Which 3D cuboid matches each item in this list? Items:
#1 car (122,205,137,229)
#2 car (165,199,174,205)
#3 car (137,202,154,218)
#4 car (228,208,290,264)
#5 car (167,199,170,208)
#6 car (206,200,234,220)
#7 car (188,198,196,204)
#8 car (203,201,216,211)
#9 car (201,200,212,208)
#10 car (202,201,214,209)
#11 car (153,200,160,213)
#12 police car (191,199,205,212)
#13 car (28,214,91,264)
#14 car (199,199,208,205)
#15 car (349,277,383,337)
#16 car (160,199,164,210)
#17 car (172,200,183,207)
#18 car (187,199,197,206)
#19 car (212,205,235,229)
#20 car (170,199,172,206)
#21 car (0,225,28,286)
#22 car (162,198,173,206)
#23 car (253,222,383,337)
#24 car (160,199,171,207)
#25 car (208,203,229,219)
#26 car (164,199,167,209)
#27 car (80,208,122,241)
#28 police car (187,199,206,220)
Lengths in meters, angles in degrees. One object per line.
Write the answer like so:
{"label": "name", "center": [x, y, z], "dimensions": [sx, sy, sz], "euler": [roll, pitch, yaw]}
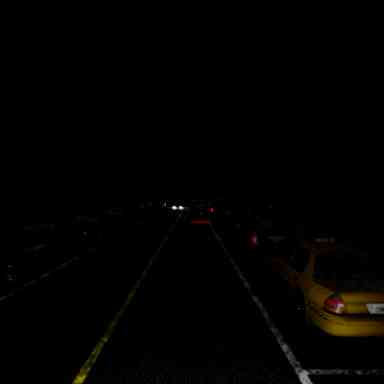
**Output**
{"label": "car", "center": [-5.380, 1.785, 23.270], "dimensions": [2.008, 1.369, 4.403], "euler": [0, -1, 0]}
{"label": "car", "center": [-5.363, 2.387, 78.455], "dimensions": [1.802, 1.307, 4.206], "euler": [0, -1, 0]}
{"label": "car", "center": [-5.376, 1.927, 34.307], "dimensions": [1.802, 1.307, 4.206], "euler": [0, -1, 0]}
{"label": "car", "center": [2.642, 1.564, 12.239], "dimensions": [1.967, 1.590, 4.097], "euler": [0, -1, 0]}
{"label": "car", "center": [-5.370, 2.119, 56.381], "dimensions": [2.008, 1.369, 4.403], "euler": [0, -1, 0]}
{"label": "car", "center": [2.647, 1.605, 28.795], "dimensions": [2.192, 1.841, 5.009], "euler": [0, -1, 0]}
{"label": "car", "center": [0.026, 2.223, 83.530], "dimensions": [1.812, 1.442, 4.674], "euler": [0, -1, 0]}
{"label": "car", "center": [2.654, 2.093, 50.864], "dimensions": [1.802, 1.307, 4.206], "euler": [0, -1, 0]}
{"label": "car", "center": [2.657, 2.153, 62.071], "dimensions": [1.752, 1.417, 4.829], "euler": [0, -1, 0]}
{"label": "car", "center": [2.655, 2.150, 56.382], "dimensions": [1.802, 1.307, 4.206], "euler": [0, -1, 0]}
{"label": "car", "center": [-5.375, 1.951, 39.826], "dimensions": [2.008, 1.369, 4.403], "euler": [0, -1, 0]}
{"label": "police car", "center": [0.840, 1.910, 48.271], "dimensions": [1.930, 1.638, 5.238], "euler": [0, -1, 0]}
{"label": "car", "center": [-5.383, 1.706, 12.232], "dimensions": [1.802, 1.307, 4.206], "euler": [0, -1, 0]}
{"label": "car", "center": [2.662, 2.370, 78.454], "dimensions": [1.947, 1.339, 4.313], "euler": [0, -1, 0]}
{"label": "car", "center": [2.638, 1.564, 1.202], "dimensions": [2.008, 1.369, 4.403], "euler": [0, -1, 0]}
{"label": "car", "center": [-5.373, 2.000, 45.345], "dimensions": [1.887, 1.381, 4.507], "euler": [0, -1, 0]}
{"label": "car", "center": [-2.756, 2.217, 64.609], "dimensions": [1.994, 1.385, 4.181], "euler": [0, -1, 1]}
{"label": "car", "center": [0.022, 2.215, 68.880], "dimensions": [1.895, 1.301, 4.718], "euler": [0, -1, 0]}
{"label": "car", "center": [2.645, 1.816, 23.274], "dimensions": [1.802, 1.307, 4.206], "euler": [0, -1, 0]}
{"label": "car", "center": [-5.368, 2.067, 61.901], "dimensions": [1.967, 1.590, 4.097], "euler": [0, -1, 0]}
{"label": "car", "center": [-5.385, 1.509, 6.715], "dimensions": [1.967, 1.590, 4.097], "euler": [0, -1, 0]}
{"label": "car", "center": [-5.365, 2.185, 72.938], "dimensions": [1.967, 1.590, 4.097], "euler": [0, -1, 0]}
{"label": "car", "center": [2.640, 1.596, 6.890], "dimensions": [1.752, 1.417, 4.829], "euler": [0, -1, 0]}
{"label": "car", "center": [-5.367, 2.209, 67.248], "dimensions": [1.752, 1.417, 4.829], "euler": [0, -1, 0]}
{"label": "car", "center": [2.644, 1.872, 34.479], "dimensions": [1.752, 1.417, 4.829], "euler": [0, -1, 0]}
{"label": "car", "center": [-5.371, 2.077, 50.863], "dimensions": [1.947, 1.339, 4.313], "euler": [0, -1, 0]}
{"label": "car", "center": [-5.382, 1.730, 17.751], "dimensions": [2.008, 1.369, 4.403], "euler": [0, -1, 0]}
{"label": "police car", "center": [0.687, 1.749, 32.235], "dimensions": [1.930, 1.638, 5.238], "euler": [0, -1, -3]}
